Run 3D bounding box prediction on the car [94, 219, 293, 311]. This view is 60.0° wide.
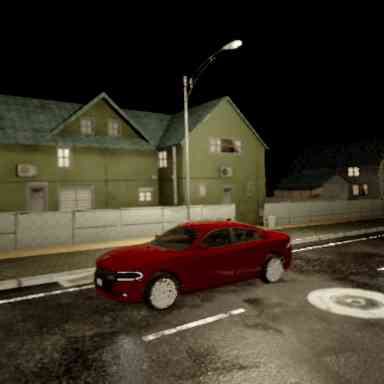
[{"bbox_3d":[0.250,1.442,7.860,5.008,1.535,1.882,-1,0,-36],"label":"car"}]
